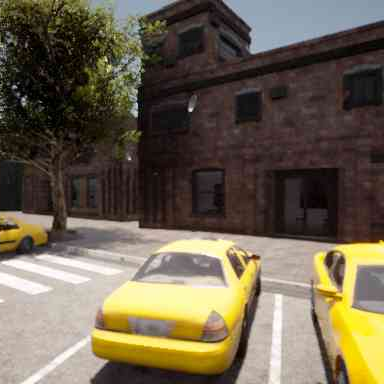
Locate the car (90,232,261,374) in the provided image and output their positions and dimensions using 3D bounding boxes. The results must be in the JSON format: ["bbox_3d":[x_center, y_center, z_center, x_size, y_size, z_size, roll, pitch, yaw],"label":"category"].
[{"bbox_3d":[0.233,1.509,6.147,1.946,1.575,5.366,0,-1,16],"label":"car"}]

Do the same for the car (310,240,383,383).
[{"bbox_3d":[2.642,1.488,4.241,2.097,1.535,5.008,0,-1,15],"label":"car"}]

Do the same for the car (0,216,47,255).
[{"bbox_3d":[-7.200,1.482,11.028,1.946,1.575,5.366,1,-1,16],"label":"car"}]
